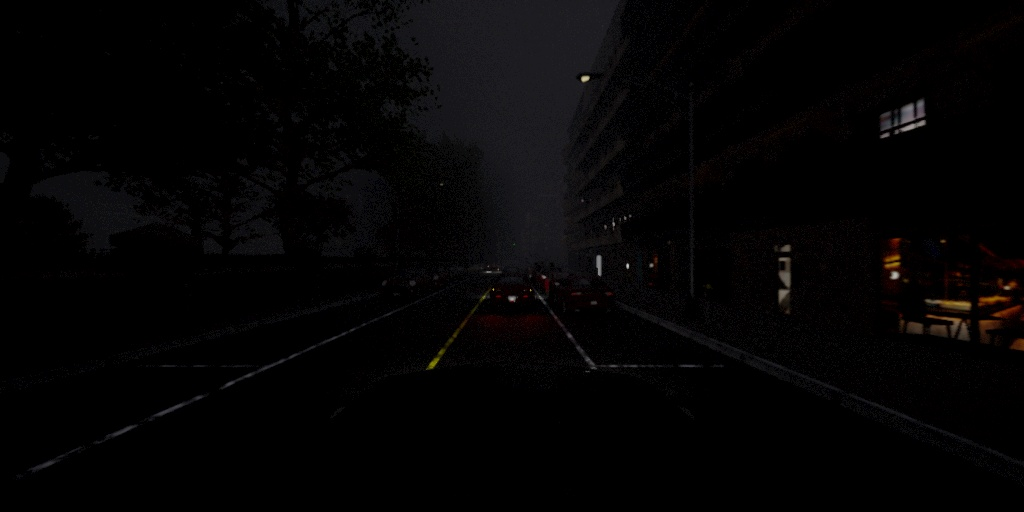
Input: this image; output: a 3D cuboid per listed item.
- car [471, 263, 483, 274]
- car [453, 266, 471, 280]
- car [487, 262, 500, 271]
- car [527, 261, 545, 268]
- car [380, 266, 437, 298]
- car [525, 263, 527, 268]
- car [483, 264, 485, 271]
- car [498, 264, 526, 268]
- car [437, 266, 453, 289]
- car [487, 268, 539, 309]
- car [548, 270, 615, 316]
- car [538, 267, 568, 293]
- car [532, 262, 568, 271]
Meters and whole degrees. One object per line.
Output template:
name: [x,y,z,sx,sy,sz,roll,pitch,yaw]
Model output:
car: [-5.692,1.849,53.236,1.751,1.417,4.829,0,0,0]
car: [-5.691,1.682,36.517,2.007,1.370,4.403,0,0,0]
car: [-3.056,1.771,61.495,2.097,1.767,4.553,0,-1,1]
car: [2.689,1.384,30.887,2.192,1.841,5.009,0,0,0]
car: [-5.690,1.384,19.628,1.967,1.591,4.097,0,0,0]
car: [2.690,1.571,36.518,1.967,1.591,4.097,0,0,0]
car: [-5.691,1.940,59.036,2.007,1.370,4.403,0,0,0]
car: [0.021,1.593,30.734,1.812,1.442,4.674,0,0,0]
car: [-5.691,1.446,25.256,1.967,1.591,4.097,0,0,0]
car: [0.023,1.427,15.732,1.812,1.442,4.674,0,0,1]
car: [2.691,1.427,13.998,1.888,1.381,4.507,0,0,0]
car: [2.690,1.489,19.629,1.888,1.381,4.507,0,0,0]
car: [2.690,1.446,25.258,1.967,1.591,4.097,0,0,0]
